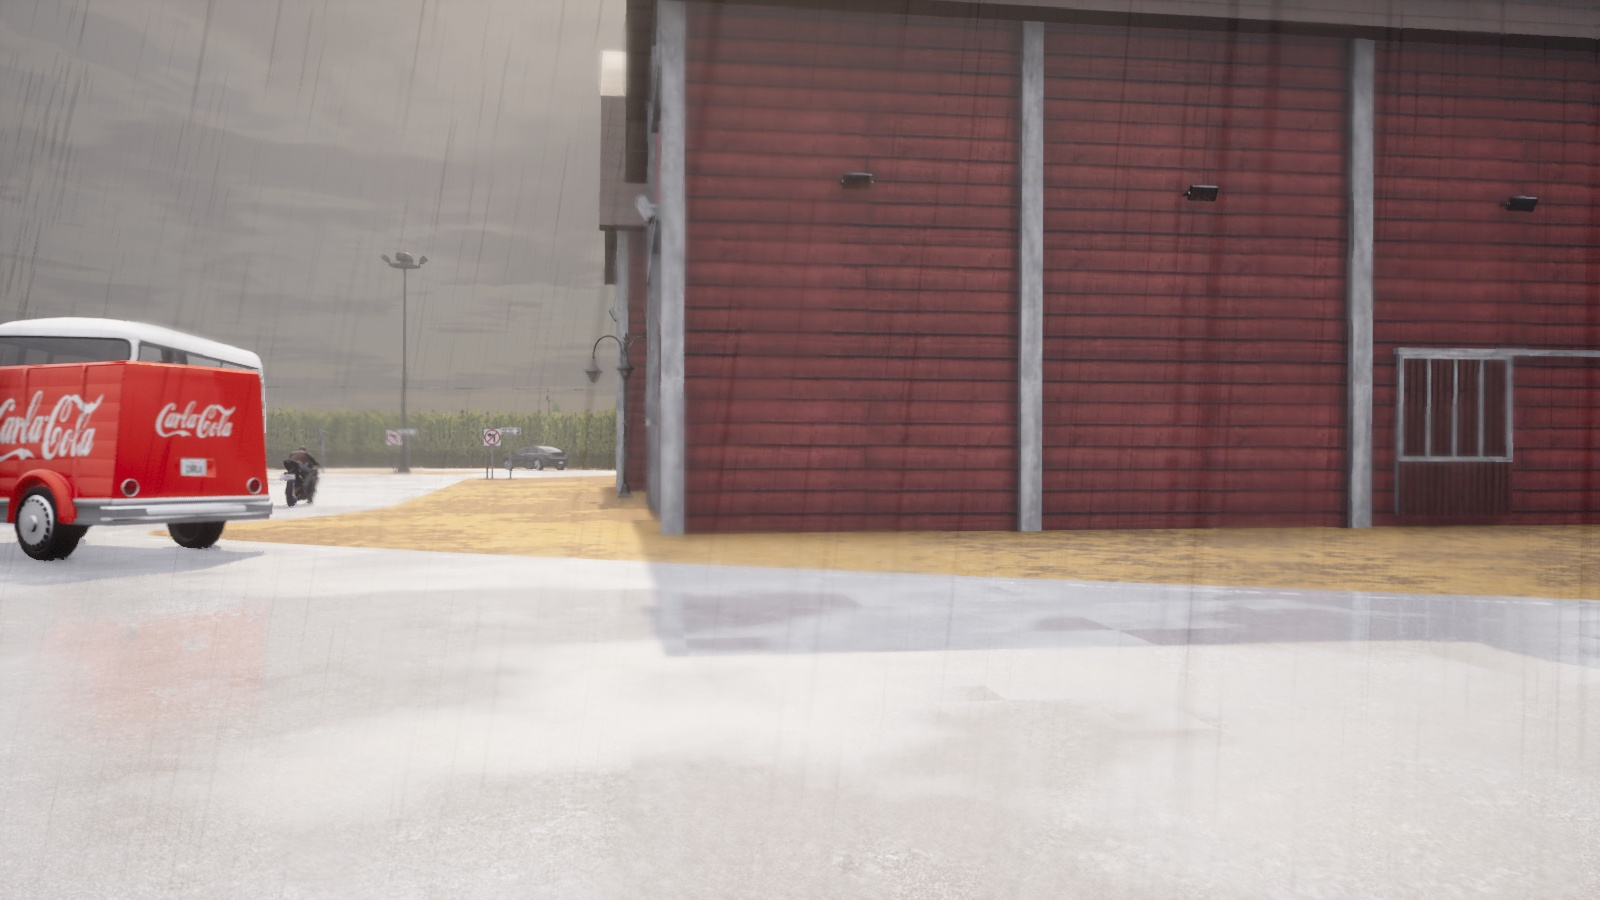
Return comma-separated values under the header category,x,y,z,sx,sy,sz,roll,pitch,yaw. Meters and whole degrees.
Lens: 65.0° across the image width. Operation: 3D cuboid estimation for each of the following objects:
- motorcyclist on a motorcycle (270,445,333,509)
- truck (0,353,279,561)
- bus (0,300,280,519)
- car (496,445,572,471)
category,x,y,z,sx,sy,sz,roll,pitch,yaw
motorcyclist on a motorcycle,-12.436,0.644,31.408,0.866,1.530,2.191,0,0,-5
truck,-10.093,0.122,17.248,5.204,2.467,2.627,-1,-1,26
bus,-15.857,-0.782,29.655,3.944,4.253,10.273,1,0,-7
car,-16.355,0.484,77.001,4.892,1.490,1.837,0,0,38
